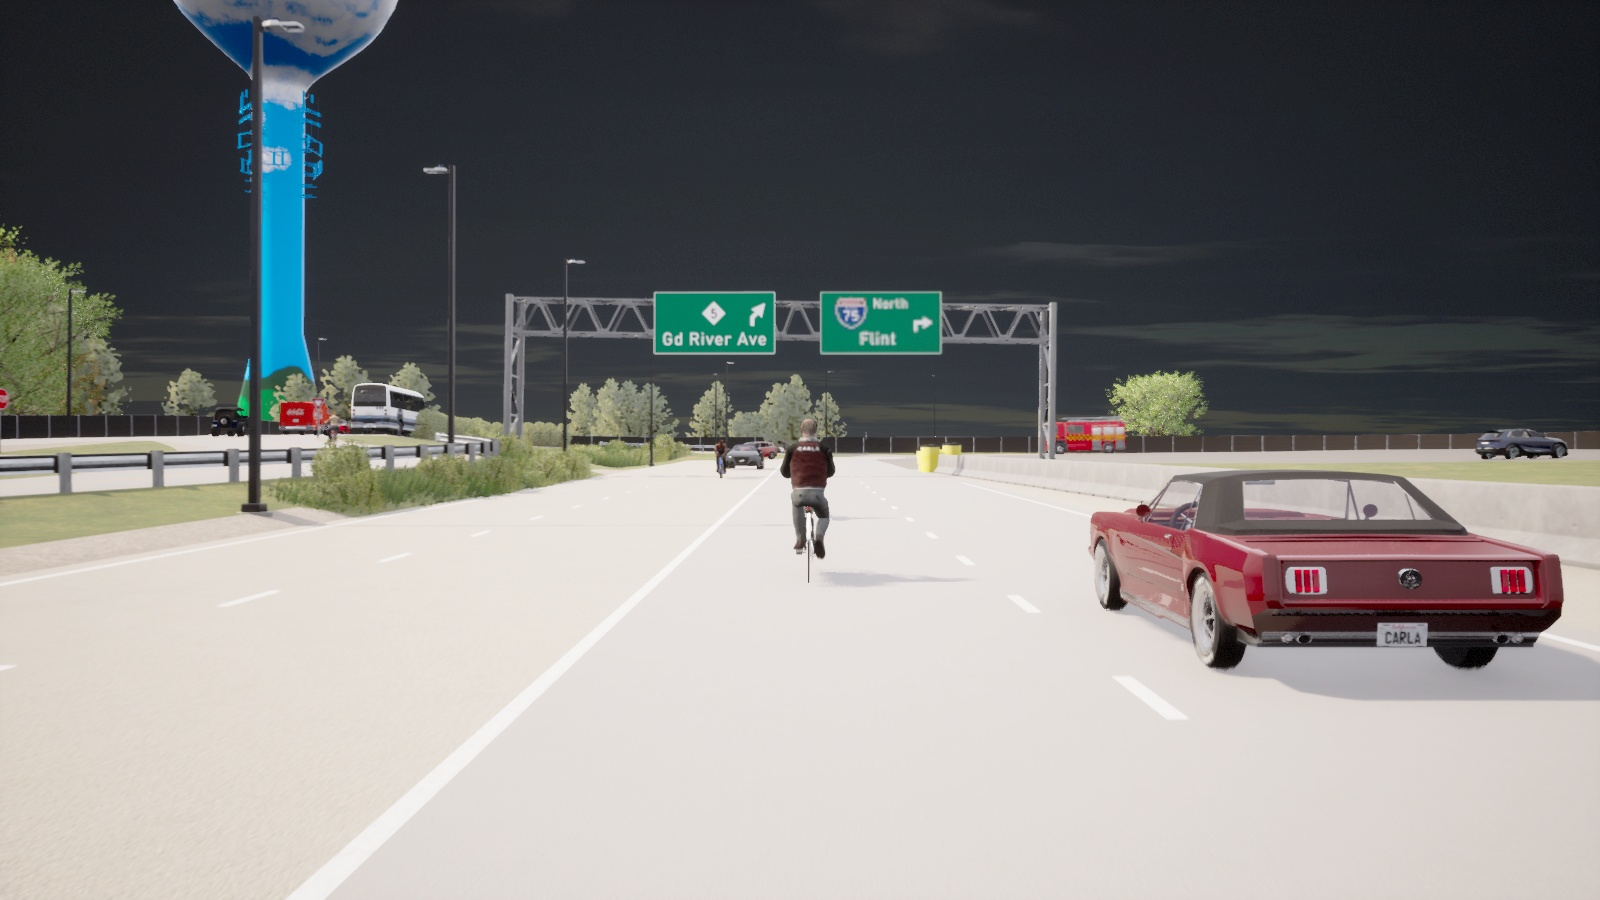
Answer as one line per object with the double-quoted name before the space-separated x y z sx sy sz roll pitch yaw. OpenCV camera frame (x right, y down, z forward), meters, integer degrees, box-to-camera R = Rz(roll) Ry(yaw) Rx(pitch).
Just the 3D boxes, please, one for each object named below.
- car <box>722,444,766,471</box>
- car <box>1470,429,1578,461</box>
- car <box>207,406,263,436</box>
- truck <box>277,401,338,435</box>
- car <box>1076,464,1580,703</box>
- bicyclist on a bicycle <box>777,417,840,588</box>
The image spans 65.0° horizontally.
"car" -3.017 0.374 68.283 1.994 1.385 4.181 0 0 2
"car" 38.042 -0.267 66.039 4.856 1.649 2.033 -1 0 -14
"car" -35.918 -1.849 79.918 1.905 1.878 3.866 0 1 -1
"truck" -36.161 -2.353 92.365 2.627 2.467 5.204 0 2 -2
"car" 3.571 0.797 9.617 1.895 1.301 4.718 0 0 0
"bicyclist on a bicycle" 0.096 0.539 13.990 0.659 1.776 1.843 0 1 0
